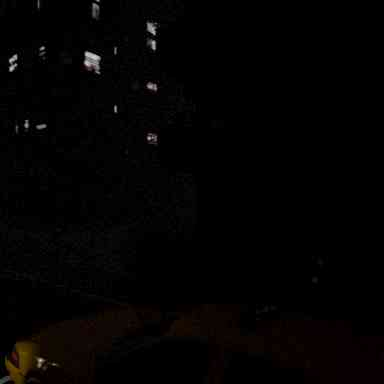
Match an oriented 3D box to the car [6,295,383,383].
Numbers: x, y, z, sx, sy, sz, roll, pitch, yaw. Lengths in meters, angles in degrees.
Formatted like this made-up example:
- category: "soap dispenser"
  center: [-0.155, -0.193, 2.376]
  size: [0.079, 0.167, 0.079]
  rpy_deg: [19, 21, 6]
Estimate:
- category: "car"
  center: [0.299, 1.519, 2.676]
  size: [4.829, 1.417, 1.752]
  rpy_deg: [0, -1, 36]
